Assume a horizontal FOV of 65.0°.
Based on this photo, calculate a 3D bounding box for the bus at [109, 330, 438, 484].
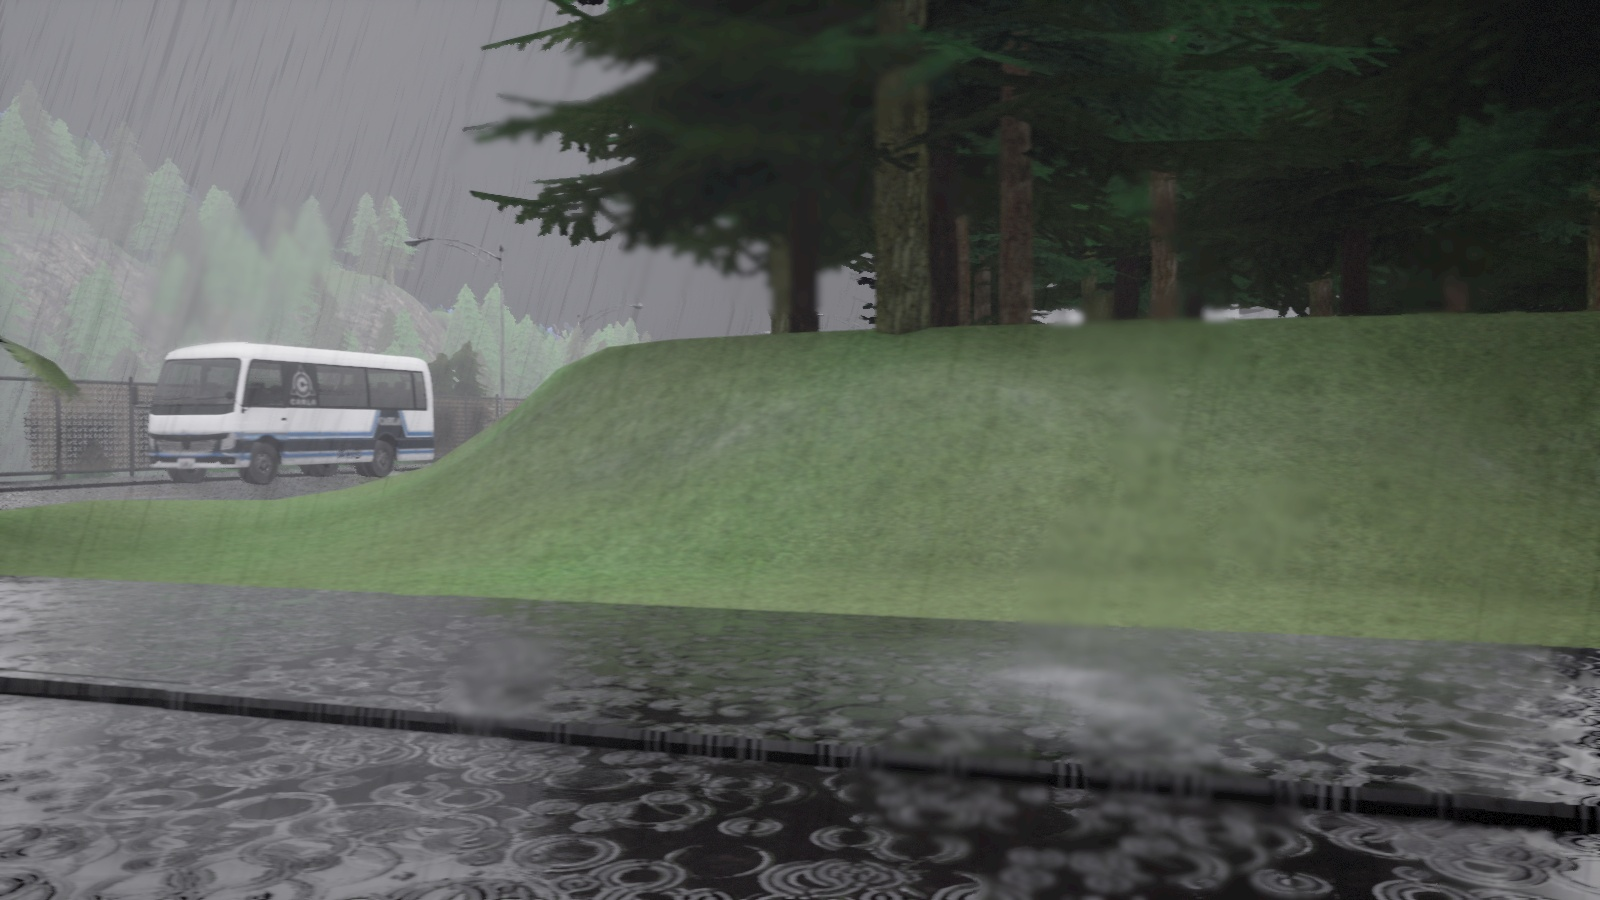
[{"bbox_3d":[-16.285,-1.276,40.177,3.944,4.253,10.273,1,1,18],"label":"bus"}]
